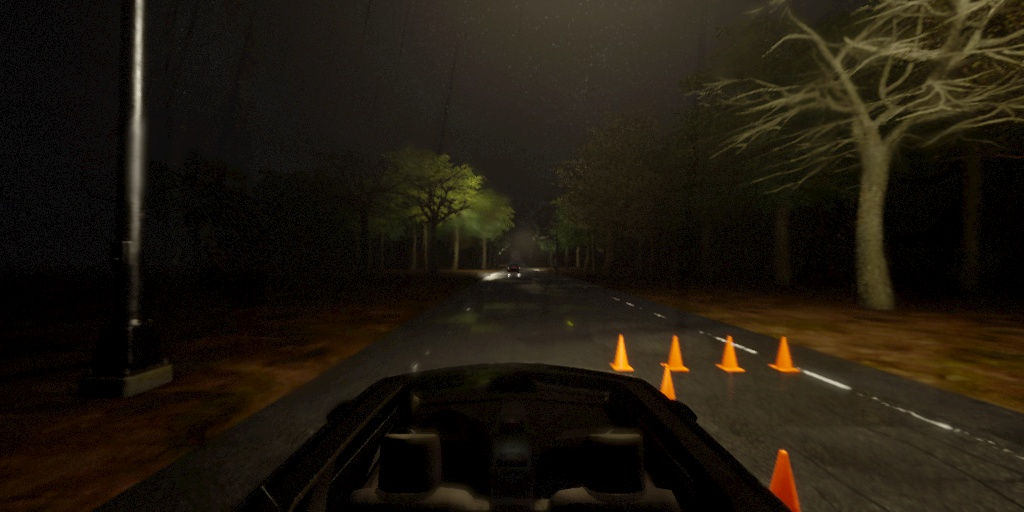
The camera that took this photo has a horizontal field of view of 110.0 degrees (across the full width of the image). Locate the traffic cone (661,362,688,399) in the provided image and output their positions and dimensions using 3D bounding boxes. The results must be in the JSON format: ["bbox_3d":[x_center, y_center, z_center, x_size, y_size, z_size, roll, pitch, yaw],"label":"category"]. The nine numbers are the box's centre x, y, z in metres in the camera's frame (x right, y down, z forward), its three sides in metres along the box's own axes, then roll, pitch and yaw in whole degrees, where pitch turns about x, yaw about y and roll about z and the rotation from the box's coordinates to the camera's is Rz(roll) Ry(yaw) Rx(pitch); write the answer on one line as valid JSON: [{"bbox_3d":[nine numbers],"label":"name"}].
[{"bbox_3d":[2.006,1.746,4.637,0.340,0.580,0.340,0,0,0],"label":"traffic cone"}]

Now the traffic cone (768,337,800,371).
[{"bbox_3d":[5.017,1.787,6.620,0.340,0.580,0.340,0,0,0],"label":"traffic cone"}]

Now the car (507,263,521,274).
[{"bbox_3d":[0.288,1.878,56.273,2.097,1.767,4.553,0,-1,0],"label":"car"}]

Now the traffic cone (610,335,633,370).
[{"bbox_3d":[2.017,1.763,6.637,0.340,0.580,0.340,0,0,0],"label":"traffic cone"}]

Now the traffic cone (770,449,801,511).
[{"bbox_3d":[1.995,1.729,2.637,0.340,0.580,0.340,0,0,0],"label":"traffic cone"}]

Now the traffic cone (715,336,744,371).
[{"bbox_3d":[4.017,1.779,6.626,0.340,0.580,0.340,0,0,0],"label":"traffic cone"}]

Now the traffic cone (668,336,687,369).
[{"bbox_3d":[3.017,1.771,6.631,0.340,0.580,0.340,0,0,0],"label":"traffic cone"}]
